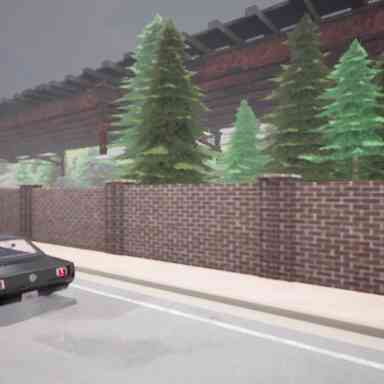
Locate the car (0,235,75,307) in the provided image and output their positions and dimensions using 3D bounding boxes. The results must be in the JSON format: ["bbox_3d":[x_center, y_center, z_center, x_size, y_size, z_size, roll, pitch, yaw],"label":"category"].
[{"bbox_3d":[-4.782,1.632,7.412,4.718,1.301,1.895,0,0,36],"label":"car"}]
